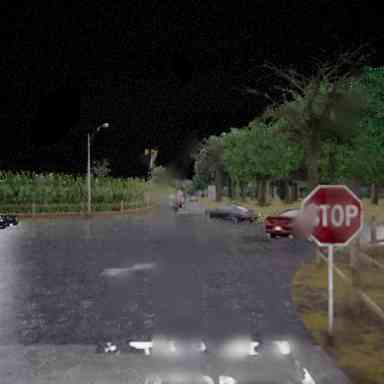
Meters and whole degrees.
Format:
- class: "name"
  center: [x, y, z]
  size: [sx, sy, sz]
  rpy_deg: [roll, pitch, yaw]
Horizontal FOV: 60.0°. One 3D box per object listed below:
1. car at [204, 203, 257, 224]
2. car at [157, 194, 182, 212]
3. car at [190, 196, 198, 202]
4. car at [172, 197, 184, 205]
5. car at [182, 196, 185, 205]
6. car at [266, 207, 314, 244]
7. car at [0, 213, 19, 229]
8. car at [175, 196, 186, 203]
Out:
- class: "car"
  center: [3.023, 1.629, 26.280]
  size: [1.812, 1.442, 4.674]
  rpy_deg: [0, 3, -41]
- class: "car"
  center: [-2.698, 1.245, 38.882]
  size: [2.150, 2.045, 5.566]
  rpy_deg: [0, 0, 1]
- class: "car"
  center: [0.441, 1.623, 80.611]
  size: [1.994, 1.385, 4.181]
  rpy_deg: [0, 0, 0]
- class: "car"
  center: [-2.480, 1.566, 59.591]
  size: [1.812, 1.442, 4.674]
  rpy_deg: [0, 0, 1]
- class: "car"
  center: [-2.602, 1.253, 49.249]
  size: [2.150, 2.045, 5.566]
  rpy_deg: [0, 0, 1]
- class: "car"
  center: [5.653, 1.498, 16.021]
  size: [5.008, 1.535, 1.882]
  rpy_deg: [2, -2, -40]
- class: "car"
  center: [-12.462, 1.382, 18.115]
  size: [5.357, 1.411, 2.033]
  rpy_deg: [1, -1, 0]
- class: "car"
  center: [-2.382, 1.593, 69.983]
  size: [2.033, 1.411, 5.357]
  rpy_deg: [0, 0, 0]
